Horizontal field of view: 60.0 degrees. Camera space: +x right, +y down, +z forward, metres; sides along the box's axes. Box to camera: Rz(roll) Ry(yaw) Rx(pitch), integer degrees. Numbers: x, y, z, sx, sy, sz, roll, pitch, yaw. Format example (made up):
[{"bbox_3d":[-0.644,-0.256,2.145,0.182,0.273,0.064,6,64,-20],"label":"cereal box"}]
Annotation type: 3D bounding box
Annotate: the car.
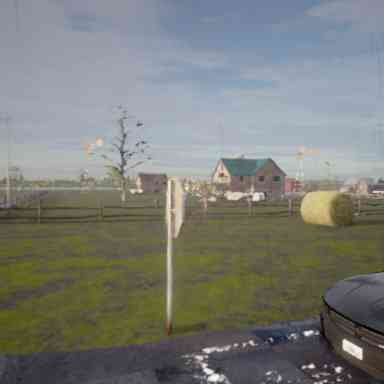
[{"bbox_3d":[4.049,1.420,4.454,5.008,1.535,1.882,0,1,-21],"label":"car"}]
